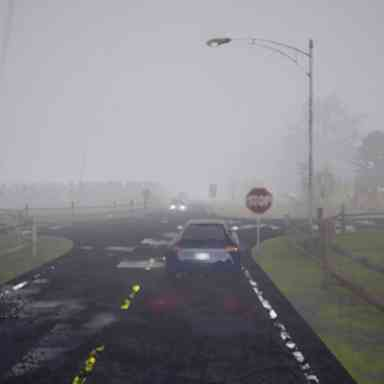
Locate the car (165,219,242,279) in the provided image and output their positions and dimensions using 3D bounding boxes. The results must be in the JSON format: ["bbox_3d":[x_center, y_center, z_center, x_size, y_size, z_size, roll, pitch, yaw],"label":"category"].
[{"bbox_3d":[0.440,1.503,9.978,1.994,1.385,4.181,0,0,5],"label":"car"}]

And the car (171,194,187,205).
[{"bbox_3d":[-2.170,1.333,51.173,1.895,1.301,4.718,0,0,1],"label":"car"}]

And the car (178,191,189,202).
[{"bbox_3d":[-1.885,0.903,67.603,2.150,2.045,5.566,0,1,1],"label":"car"}]
